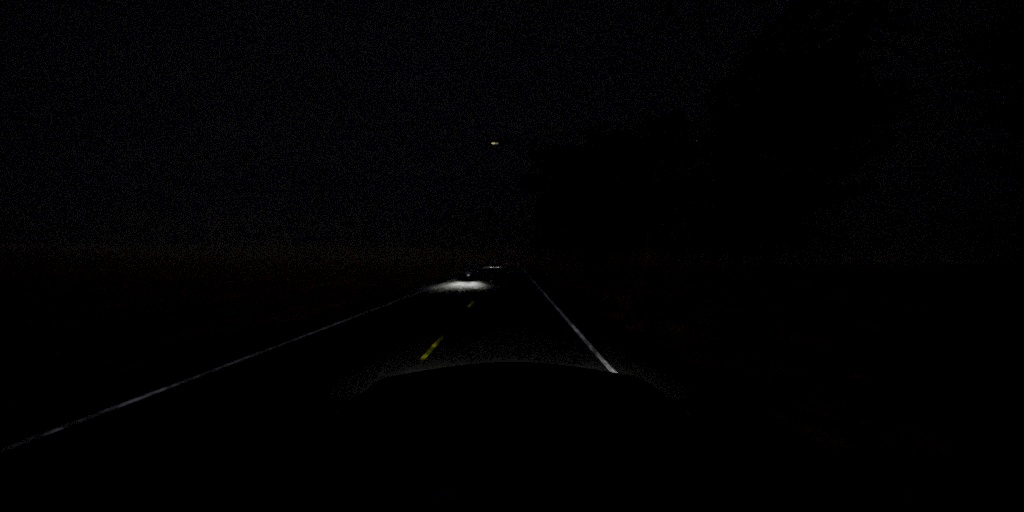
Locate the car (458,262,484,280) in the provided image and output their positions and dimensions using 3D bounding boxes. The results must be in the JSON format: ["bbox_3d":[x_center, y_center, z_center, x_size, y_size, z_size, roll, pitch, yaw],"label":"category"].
[{"bbox_3d":[-3.567,1.311,31.770,2.128,1.511,4.902,0,0,0],"label":"car"}]
